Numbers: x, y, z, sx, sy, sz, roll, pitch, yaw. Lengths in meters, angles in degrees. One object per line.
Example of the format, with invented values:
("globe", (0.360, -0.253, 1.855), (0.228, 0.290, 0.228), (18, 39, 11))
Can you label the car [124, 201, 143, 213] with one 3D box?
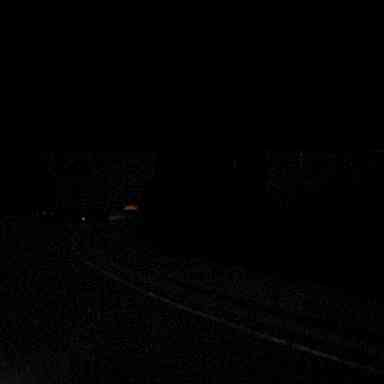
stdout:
("car", (-7.672, 1.952, 44.621), (1.882, 1.535, 5.008), (0, -1, 4))

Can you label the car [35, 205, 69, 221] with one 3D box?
("car", (-12.265, 1.863, 30.585), (2.033, 1.411, 5.357), (0, -1, 4))

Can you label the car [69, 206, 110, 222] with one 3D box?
("car", (-8.727, 1.907, 29.221), (1.895, 1.301, 4.718), (0, -1, 2))
